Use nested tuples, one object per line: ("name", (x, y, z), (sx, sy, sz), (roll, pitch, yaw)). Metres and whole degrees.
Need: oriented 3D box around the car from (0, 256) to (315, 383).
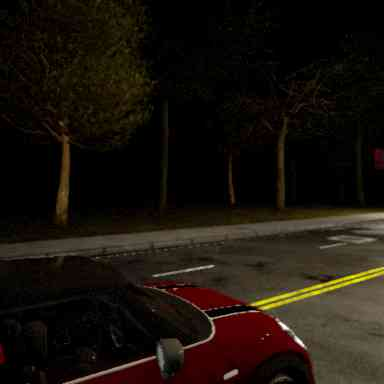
("car", (-1.061, 1.350, 2.679), (4.553, 1.767, 2.097), (0, 0, -35))
